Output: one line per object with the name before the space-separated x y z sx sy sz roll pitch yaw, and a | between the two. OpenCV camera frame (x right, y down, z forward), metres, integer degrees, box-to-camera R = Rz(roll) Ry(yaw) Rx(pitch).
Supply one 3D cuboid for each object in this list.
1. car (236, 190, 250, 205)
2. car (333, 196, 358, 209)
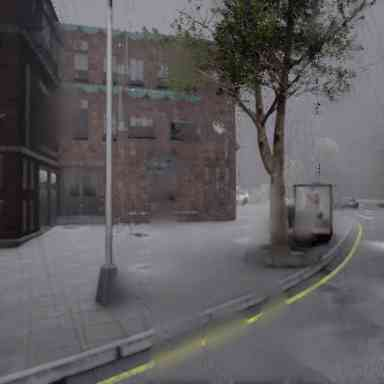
car | 5.341 0.746 43.749 2.435 2.045 5.566 -1 -1 45
car | 16.407 1.095 36.728 1.994 1.385 4.181 0 1 -6
